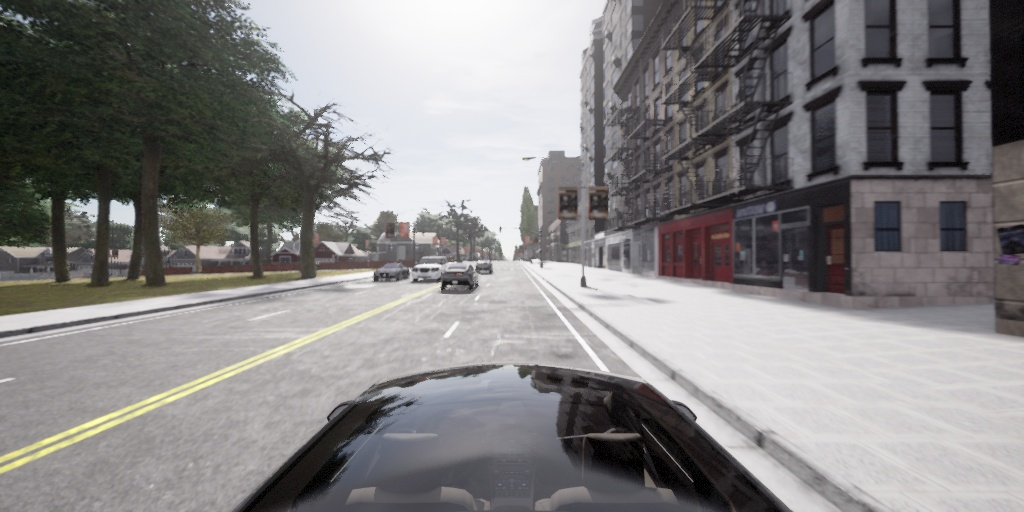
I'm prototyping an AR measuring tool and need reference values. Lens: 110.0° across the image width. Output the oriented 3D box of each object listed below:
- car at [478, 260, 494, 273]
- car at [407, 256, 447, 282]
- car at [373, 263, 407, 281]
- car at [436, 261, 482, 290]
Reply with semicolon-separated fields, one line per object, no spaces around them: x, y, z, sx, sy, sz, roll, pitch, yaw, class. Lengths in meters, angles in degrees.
-3.159;1.165;41.435;2.128;1.511;4.902;0;0;0;car
-6.506;1.034;29.362;2.150;2.045;5.566;0;0;0;car
-9.756;1.287;29.387;1.994;1.385;4.181;0;0;0;car
-3.155;1.225;22.238;1.837;1.490;4.892;0;0;0;car
